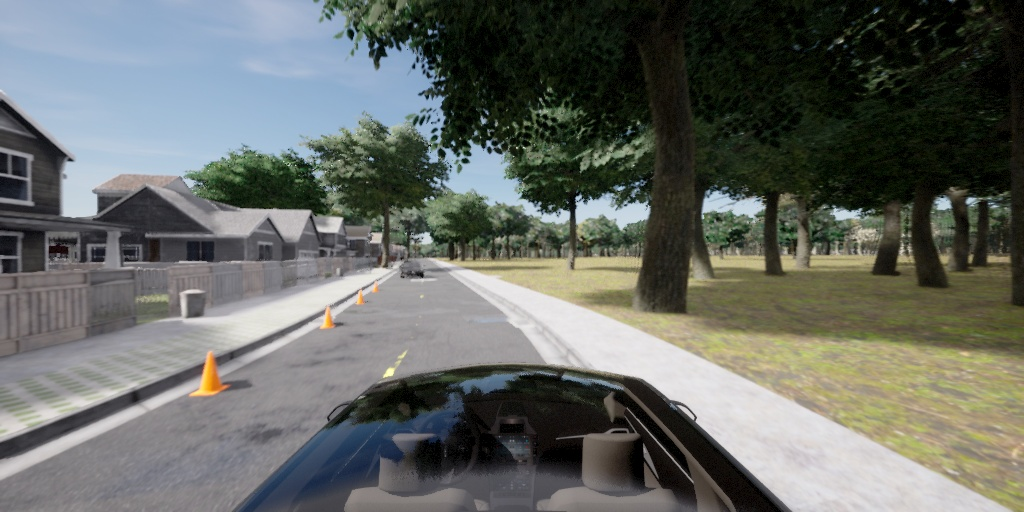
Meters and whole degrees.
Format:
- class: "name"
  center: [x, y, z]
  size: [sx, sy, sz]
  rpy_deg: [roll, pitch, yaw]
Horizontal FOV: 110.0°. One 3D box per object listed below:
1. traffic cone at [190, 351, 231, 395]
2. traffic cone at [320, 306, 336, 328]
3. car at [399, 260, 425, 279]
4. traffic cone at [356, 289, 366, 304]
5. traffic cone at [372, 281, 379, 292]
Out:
- class: "traffic cone"
  center: [-4.499, 1.722, 5.363]
  size: [0.340, 0.580, 0.340]
  rpy_deg: [0, 0, -5]
- class: "traffic cone"
  center: [-5.159, 1.695, 10.081]
  size: [0.340, 0.580, 0.340]
  rpy_deg: [0, 0, -11]
- class: "car"
  center: [-8.693, 1.141, 31.066]
  size: [1.837, 1.490, 4.892]
  rpy_deg: [0, 0, -19]
- class: "traffic cone"
  center: [-6.250, 1.673, 14.812]
  size: [0.340, 0.580, 0.340]
  rpy_deg: [0, 0, -14]
- class: "traffic cone"
  center: [-7.458, 1.652, 19.664]
  size: [0.340, 0.580, 0.340]
  rpy_deg: [0, 0, -14]
